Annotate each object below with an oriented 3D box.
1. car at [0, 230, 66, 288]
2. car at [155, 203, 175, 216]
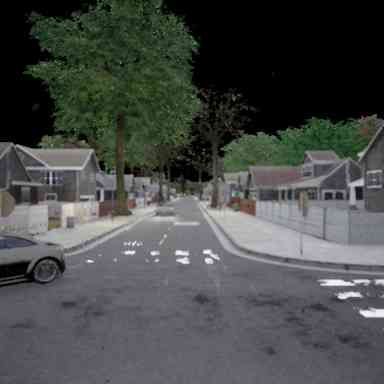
[{"bbox_3d":[-5.270,1.632,7.954,4.181,1.385,1.994,0,1,-45],"label":"car"},{"bbox_3d":[-2.876,1.841,36.281,1.895,1.301,4.718,0,0,0],"label":"car"}]
